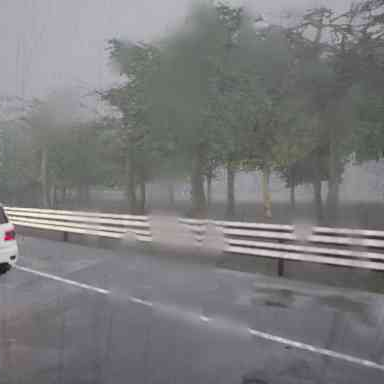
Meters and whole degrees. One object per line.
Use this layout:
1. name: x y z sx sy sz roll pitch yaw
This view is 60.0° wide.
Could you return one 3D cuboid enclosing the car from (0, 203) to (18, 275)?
1. car: -6.948 1.208 9.157 5.566 2.045 2.150 0 0 38
